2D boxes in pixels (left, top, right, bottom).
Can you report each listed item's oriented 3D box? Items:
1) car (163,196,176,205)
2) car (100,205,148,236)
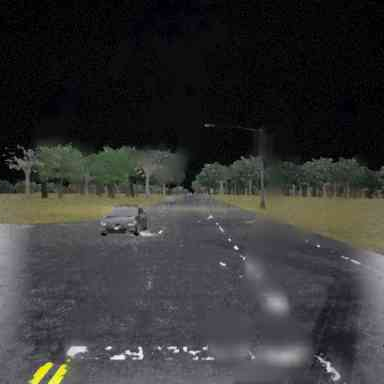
[{"bbox_3d":[-3.645,1.369,55.125,1.837,1.490,4.892,0,0,0],"label":"car"},{"bbox_3d":[-3.485,1.469,17.774,1.837,1.490,4.892,0,-1,0],"label":"car"}]
